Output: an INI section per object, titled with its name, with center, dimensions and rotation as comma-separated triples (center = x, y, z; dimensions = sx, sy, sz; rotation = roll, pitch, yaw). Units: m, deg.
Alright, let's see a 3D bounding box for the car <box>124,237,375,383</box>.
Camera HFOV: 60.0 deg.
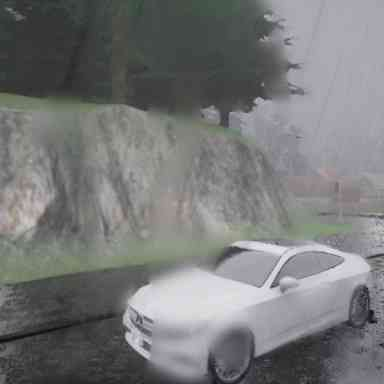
[car]
center = 1.214, 1.533, 5.462
dimensions = 4.674, 1.442, 1.812
rotation = 0, 0, -36
